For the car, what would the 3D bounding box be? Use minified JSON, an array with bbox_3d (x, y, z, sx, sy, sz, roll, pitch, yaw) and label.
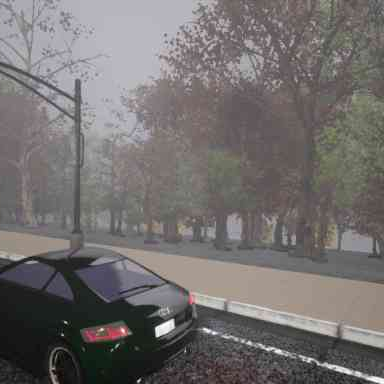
[{"bbox_3d":[-1.945,1.563,5.073,4.181,1.385,1.994,0,0,36],"label":"car"}]
